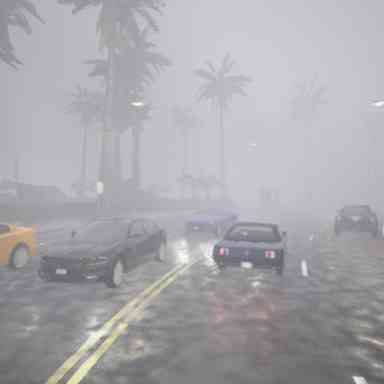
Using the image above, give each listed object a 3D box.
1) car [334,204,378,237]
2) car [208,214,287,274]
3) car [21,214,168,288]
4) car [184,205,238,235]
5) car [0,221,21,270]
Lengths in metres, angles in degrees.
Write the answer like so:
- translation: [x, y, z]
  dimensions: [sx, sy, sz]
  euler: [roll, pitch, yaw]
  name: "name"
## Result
- translation: [9.608, 1.490, 19.448]
  dimensions: [2.097, 1.767, 4.553]
  euler: [1, 0, 27]
  name: "car"
- translation: [2.100, 1.637, 10.850]
  dimensions: [1.895, 1.301, 4.718]
  euler: [1, 0, 17]
  name: "car"
- translation: [-2.203, 1.460, 9.585]
  dimensions: [1.882, 1.535, 5.008]
  euler: [1, 0, 14]
  name: "car"
- translation: [1.210, 1.511, 18.724]
  dimensions: [1.882, 1.535, 5.008]
  euler: [1, 0, 24]
  name: "car"
- translation: [-6.030, 1.411, 8.181]
  dimensions: [1.882, 1.535, 5.008]
  euler: [1, 0, 11]
  name: "car"
